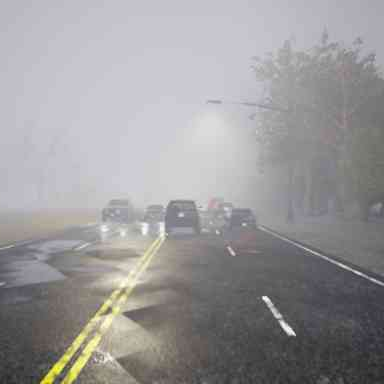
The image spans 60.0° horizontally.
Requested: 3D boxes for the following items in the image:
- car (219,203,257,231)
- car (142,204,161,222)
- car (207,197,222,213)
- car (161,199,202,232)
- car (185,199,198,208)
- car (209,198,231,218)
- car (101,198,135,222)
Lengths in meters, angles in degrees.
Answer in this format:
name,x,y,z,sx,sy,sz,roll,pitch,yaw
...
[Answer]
name,x,y,z,sx,sy,sz,roll,pitch,yaw
car,3.205,1.775,22.823,1.837,1.490,4.892,-1,-1,0
car,-3.390,1.893,30.725,1.837,1.490,4.892,0,-1,0
car,3.205,1.755,44.866,2.150,2.045,5.566,1,-2,0
car,-0.523,1.505,22.233,2.150,2.045,5.566,0,0,2
car,-0.045,2.287,65.731,2.033,1.411,5.357,-1,1,6
car,3.213,1.751,33.804,2.097,1.767,4.553,0,-2,0
car,-6.639,1.607,30.481,2.150,2.045,5.566,0,-1,0
